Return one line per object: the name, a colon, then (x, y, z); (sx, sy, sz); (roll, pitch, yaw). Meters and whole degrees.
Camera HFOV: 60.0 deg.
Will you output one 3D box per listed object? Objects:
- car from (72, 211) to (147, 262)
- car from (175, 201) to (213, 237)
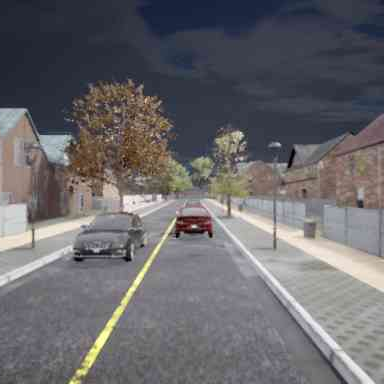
car: (-2.805, 1.515, 12.258); (1.837, 1.490, 4.892); (0, -1, 0)
car: (0.102, 1.491, 18.263); (1.882, 1.535, 5.008); (0, 0, 0)
